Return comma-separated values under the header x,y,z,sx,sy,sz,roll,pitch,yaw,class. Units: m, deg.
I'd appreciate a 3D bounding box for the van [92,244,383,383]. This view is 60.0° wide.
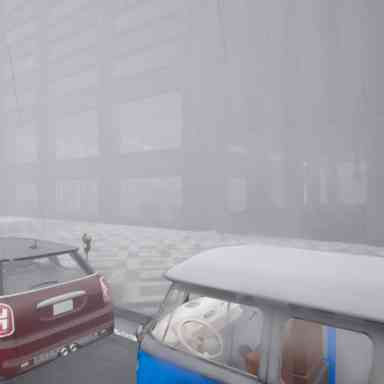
x,y,z,sx,sy,sz,roll,pitch,yaw,class
1.404,1.341,1.961,3.998,1.788,1.690,0,0,35,van

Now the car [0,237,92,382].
x,y,z,sx,sy,sz,roll,pitch,yaw,class
-3.163,1.440,5.217,4.097,1.590,1.967,0,0,35,car
